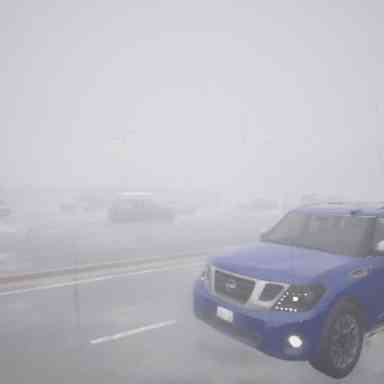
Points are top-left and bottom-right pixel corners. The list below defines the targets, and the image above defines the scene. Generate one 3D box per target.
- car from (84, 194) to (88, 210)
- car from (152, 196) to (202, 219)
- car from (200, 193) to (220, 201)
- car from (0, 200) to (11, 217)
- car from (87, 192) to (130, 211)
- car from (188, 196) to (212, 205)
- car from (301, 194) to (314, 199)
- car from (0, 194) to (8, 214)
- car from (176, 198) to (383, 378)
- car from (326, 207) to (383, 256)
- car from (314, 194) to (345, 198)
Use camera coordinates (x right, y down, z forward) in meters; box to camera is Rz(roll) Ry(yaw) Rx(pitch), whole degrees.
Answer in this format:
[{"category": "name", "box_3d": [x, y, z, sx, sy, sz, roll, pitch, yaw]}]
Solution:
[{"category": "car", "box_3d": [-12.876, 1.378, 47.514, 3.905, 1.438, 1.784, 0, 0, -35]}, {"category": "car", "box_3d": [-1.413, 1.411, 31.376, 3.806, 1.475, 1.970, 0, 0, -35]}, {"category": "car", "box_3d": [3.031, 1.187, 55.257, 3.866, 1.878, 1.905, 0, 0, -35]}, {"category": "car", "box_3d": [-17.071, 1.396, 27.354, 3.806, 1.475, 1.970, 0, 0, -35]}, {"category": "car", "box_3d": [-11.254, 1.168, 45.113, 4.605, 1.855, 1.932, 0, 0, -35]}, {"category": "car", "box_3d": [1.366, 1.426, 57.626, 3.806, 1.475, 1.970, 0, 0, -35]}, {"category": "car", "box_3d": [14.404, 1.188, 39.265, 3.866, 1.878, 1.905, 0, 0, -35]}, {"category": "car", "box_3d": [-20.336, 1.153, 31.878, 4.605, 1.855, 1.932, 0, 0, -35]}, {"category": "car", "box_3d": [2.683, 1.227, 5.895, 5.566, 2.045, 2.150, 0, 0, -35]}, {"category": "car", "box_3d": [7.884, 1.491, 13.825, 5.008, 1.535, 1.882, 0, 0, -35]}, {"category": "car", "box_3d": [16.033, 1.186, 36.872, 4.605, 1.855, 1.932, 0, 0, -35]}]
